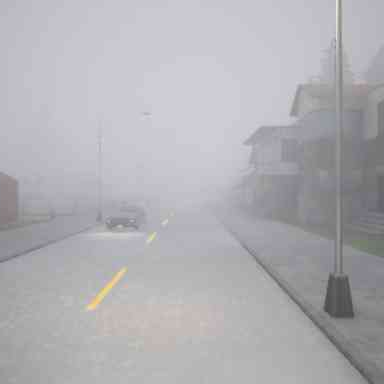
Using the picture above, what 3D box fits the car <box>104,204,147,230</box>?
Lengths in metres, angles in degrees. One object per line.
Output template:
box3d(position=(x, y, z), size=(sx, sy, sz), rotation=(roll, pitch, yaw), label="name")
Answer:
box3d(position=(-4.002, 1.505, 21.089), size=(2.033, 1.411, 5.357), rotation=(0, 0, 0), label="car")
